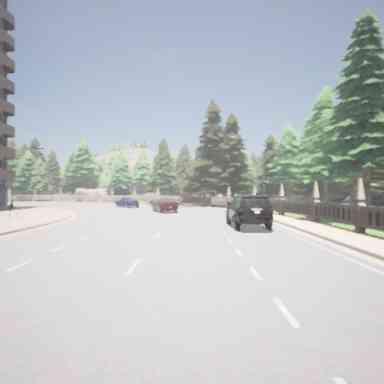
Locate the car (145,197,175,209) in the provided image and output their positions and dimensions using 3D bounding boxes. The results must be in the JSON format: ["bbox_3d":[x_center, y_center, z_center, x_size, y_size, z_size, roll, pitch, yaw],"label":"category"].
[{"bbox_3d":[-4.495,1.453,46.706,2.128,1.511,4.902,0,0,-34],"label":"car"}]

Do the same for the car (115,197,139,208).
[{"bbox_3d":[-9.321,1.487,47.572,1.812,1.442,4.674,0,0,-41],"label":"car"}]

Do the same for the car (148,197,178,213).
[{"bbox_3d":[-3.100,1.448,36.782,1.882,1.535,5.008,0,0,-21],"label":"car"}]

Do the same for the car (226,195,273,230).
[{"bbox_3d":[3.510,1.204,21.086,2.150,2.045,5.566,0,0,-2],"label":"car"}]
